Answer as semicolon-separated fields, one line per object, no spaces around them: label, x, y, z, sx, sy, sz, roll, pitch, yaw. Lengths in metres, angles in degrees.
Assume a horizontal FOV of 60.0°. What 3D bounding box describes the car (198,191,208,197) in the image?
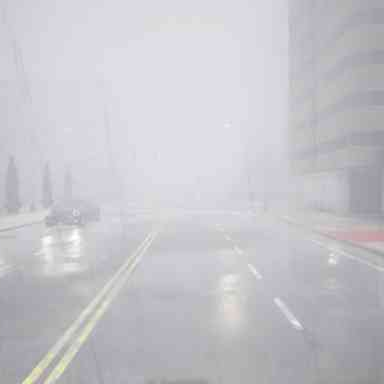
car;2.723;0.471;81.302;2.128;1.511;4.902;0;1;-1

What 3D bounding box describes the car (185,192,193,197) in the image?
car;-0.777;0.559;81.299;1.895;1.301;4.718;0;1;-1

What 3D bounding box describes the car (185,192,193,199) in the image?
car;-0.675;0.701;70.826;2.033;1.411;5.357;0;1;-1

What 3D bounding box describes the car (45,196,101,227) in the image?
car;-7.239;1.143;20.639;2.097;1.767;4.553;0;1;2

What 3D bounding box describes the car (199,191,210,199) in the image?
car;2.824;0.639;70.866;1.837;1.490;4.892;0;1;-1
